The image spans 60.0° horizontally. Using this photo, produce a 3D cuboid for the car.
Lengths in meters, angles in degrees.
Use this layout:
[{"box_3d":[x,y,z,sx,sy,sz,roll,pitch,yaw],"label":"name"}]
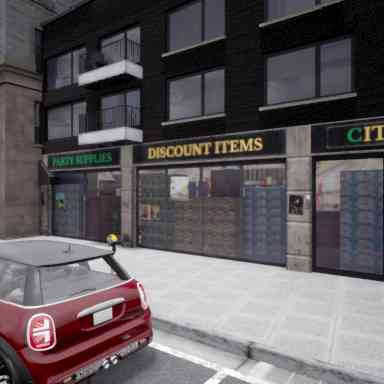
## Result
[{"box_3d":[-2.594,1.440,4.925,4.097,1.590,1.967,0,0,35],"label":"car"}]
